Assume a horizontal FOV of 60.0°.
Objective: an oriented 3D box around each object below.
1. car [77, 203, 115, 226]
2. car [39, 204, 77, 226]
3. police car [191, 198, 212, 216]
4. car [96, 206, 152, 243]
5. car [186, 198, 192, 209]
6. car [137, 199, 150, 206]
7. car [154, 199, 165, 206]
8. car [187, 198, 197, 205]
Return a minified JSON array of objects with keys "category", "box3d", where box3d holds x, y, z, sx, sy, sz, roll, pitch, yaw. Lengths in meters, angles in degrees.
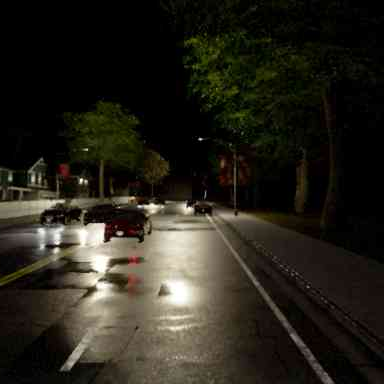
[{"category":"car","box3d":[-6.591,1.644,24.815,1.882,1.535,5.008,0,0,0]},{"category":"car","box3d":[-9.842,1.662,25.311,2.128,1.511,4.902,0,0,0]},{"category":"police car","box3d":[1.145,1.679,35.944,1.930,1.638,5.238,0,0,0]},{"category":"car","box3d":[-3.145,1.635,16.786,1.812,1.442,4.674,0,0,0]},{"category":"car","box3d":[0.011,1.941,54.094,1.812,1.442,4.674,0,0,0]},{"category":"car","box3d":[-9.738,2.090,67.108,1.994,1.385,4.181,0,0,0]},{"category":"car","box3d":[-6.487,2.060,67.110,1.812,1.442,4.674,0,0,0]},{"category":"car","box3d":[0.015,2.139,74.857,2.033,1.411,5.357,0,-1,0]}]
